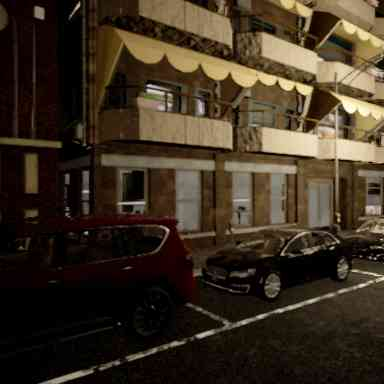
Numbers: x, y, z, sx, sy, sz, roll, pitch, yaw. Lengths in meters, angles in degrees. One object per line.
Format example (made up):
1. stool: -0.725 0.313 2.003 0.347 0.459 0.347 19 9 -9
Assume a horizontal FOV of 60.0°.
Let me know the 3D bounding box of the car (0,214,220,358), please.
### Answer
1. car: -2.252 1.316 4.963 5.009 1.841 2.192 0 0 -36

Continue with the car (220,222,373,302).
1. car: 2.248 1.553 8.172 4.403 1.369 2.008 0 0 -36

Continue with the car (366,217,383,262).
1. car: 6.747 1.556 11.383 4.403 1.369 2.008 0 0 -36
